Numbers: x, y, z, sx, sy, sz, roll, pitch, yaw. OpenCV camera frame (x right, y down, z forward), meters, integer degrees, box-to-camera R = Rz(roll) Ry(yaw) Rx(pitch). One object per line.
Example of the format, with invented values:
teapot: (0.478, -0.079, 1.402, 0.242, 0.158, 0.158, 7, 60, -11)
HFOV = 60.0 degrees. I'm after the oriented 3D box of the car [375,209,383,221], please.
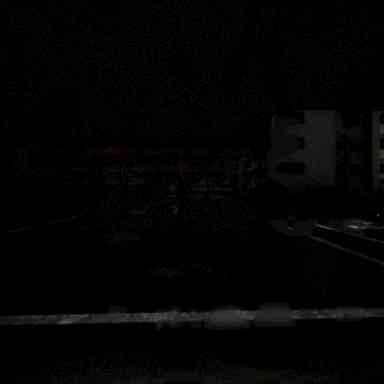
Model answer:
car: (16.347, 1.518, 24.841, 4.892, 1.490, 1.837, 0, 0, 1)
